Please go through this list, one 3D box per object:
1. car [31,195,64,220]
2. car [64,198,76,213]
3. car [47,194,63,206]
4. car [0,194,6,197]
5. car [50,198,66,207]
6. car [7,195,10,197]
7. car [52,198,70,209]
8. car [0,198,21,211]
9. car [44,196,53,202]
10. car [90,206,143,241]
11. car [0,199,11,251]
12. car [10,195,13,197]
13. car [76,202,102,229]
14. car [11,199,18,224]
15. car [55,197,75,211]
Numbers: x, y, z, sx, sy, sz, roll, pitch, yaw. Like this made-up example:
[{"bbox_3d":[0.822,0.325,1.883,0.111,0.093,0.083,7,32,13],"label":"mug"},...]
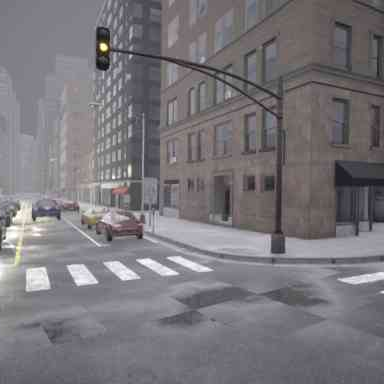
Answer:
[{"bbox_3d":[-12.297,1.342,27.942,2.097,1.767,4.553,1,0,-26],"label":"car"},{"bbox_3d":[-13.450,1.561,36.529,1.887,1.381,4.507,0,0,-26],"label":"car"},{"bbox_3d":[-23.250,1.352,56.510,2.192,1.841,5.009,0,0,-26],"label":"car"},{"bbox_3d":[-28.447,1.277,47.746,2.192,1.841,5.009,0,0,-26],"label":"car"},{"bbox_3d":[-20.799,1.582,51.515,2.008,1.369,4.403,0,0,-26],"label":"car"},{"bbox_3d":[-33.347,1.412,57.739,1.967,1.590,4.097,0,0,-26],"label":"car"},{"bbox_3d":[-18.350,1.570,46.520,1.887,1.381,4.507,0,0,-26],"label":"car"},{"bbox_3d":[-17.044,1.513,30.437,2.033,1.411,5.357,1,0,-26],"label":"car"},{"bbox_3d":[-33.122,1.575,76.645,1.752,1.417,4.829,0,0,-26],"label":"car"},{"bbox_3d":[-3.652,1.591,16.549,1.802,1.307,4.206,0,0,-26],"label":"car"},{"bbox_3d":[-8.711,1.313,13.365,2.097,1.767,4.553,1,0,-26],"label":"car"},{"bbox_3d":[-38.247,1.418,67.733,1.967,1.590,4.097,0,0,-26],"label":"car"},{"bbox_3d":[-6.177,1.535,21.696,1.752,1.417,4.829,0,0,-26],"label":"car"},{"bbox_3d":[-12.728,1.453,21.566,2.128,1.511,4.902,1,0,-26],"label":"car"},{"bbox_3d":[-15.900,1.461,41.523,1.967,1.590,4.097,0,0,-26],"label":"car"}]
